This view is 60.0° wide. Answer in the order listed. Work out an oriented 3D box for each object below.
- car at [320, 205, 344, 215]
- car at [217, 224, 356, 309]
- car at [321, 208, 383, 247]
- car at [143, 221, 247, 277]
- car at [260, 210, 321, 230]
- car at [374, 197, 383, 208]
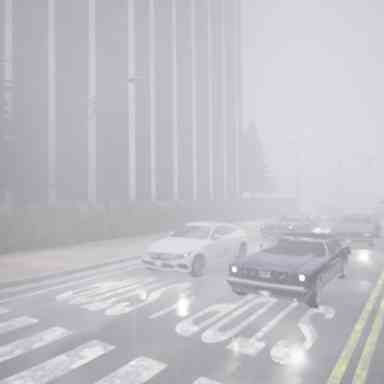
[{"bbox_3d":[11.523,1.832,27.381,2.128,1.511,4.902,-1,-1,35],"label":"car"},{"bbox_3d":[2.717,1.753,8.544,1.895,1.301,4.718,-1,-1,34],"label":"car"},{"bbox_3d":[8.352,1.760,16.687,2.033,1.411,5.357,-1,-1,35],"label":"car"},{"bbox_3d":[0.371,1.746,11.296,1.812,1.442,4.674,-1,-1,35],"label":"car"},{"bbox_3d":[5.548,1.877,18.786,1.895,1.301,4.718,-1,-1,35],"label":"car"},{"bbox_3d":[18.925,1.531,31.818,2.150,2.045,5.566,-1,-1,35],"label":"car"}]
